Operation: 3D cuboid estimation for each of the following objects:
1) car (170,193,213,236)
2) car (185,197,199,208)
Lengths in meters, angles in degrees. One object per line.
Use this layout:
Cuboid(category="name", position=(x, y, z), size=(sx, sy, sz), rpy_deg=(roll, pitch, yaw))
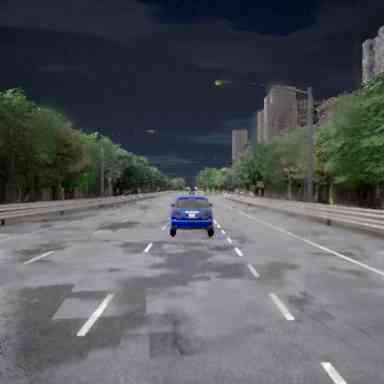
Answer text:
Cuboid(category="car", position=(-0.002, 1.218, 18.558), size=(2.150, 2.045, 5.566), rpy_deg=(0, 0, 0))
Cuboid(category="car", position=(-0.004, 1.454, 47.649), size=(1.837, 1.490, 4.892), rpy_deg=(0, 0, 0))
